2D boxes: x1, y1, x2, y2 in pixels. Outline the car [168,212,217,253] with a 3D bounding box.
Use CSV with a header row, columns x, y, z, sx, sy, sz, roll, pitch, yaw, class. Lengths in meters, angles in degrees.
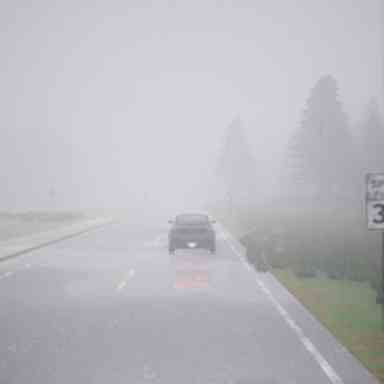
x,y,z,sx,sy,sz,roll,pitch,yaw,class
0.007,1.644,14.311,1.837,1.490,4.892,0,0,0,car
